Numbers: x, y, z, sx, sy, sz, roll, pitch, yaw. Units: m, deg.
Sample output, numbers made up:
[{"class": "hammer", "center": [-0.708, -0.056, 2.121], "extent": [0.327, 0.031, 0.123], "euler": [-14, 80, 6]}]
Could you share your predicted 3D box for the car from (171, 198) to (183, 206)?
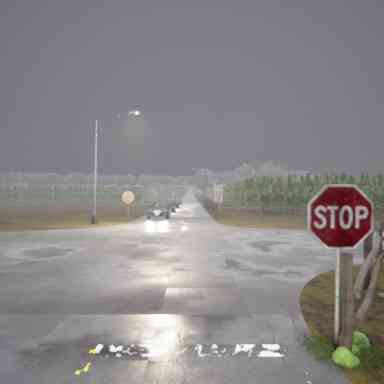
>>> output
[{"class": "car", "center": [-2.827, 1.860, 63.593], "extent": [2.033, 1.411, 5.357], "euler": [0, 0, 0]}]

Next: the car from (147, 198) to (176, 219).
[{"class": "car", "center": [-2.879, 1.574, 29.999], "extent": [2.128, 1.511, 4.902], "euler": [0, 0, 0]}]

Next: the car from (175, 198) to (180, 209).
[{"class": "car", "center": [-2.883, 1.690, 39.843], "extent": [2.033, 1.411, 5.357], "euler": [0, 0, 0]}]

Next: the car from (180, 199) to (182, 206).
[{"class": "car", "center": [-2.881, 1.810, 49.895], "extent": [1.895, 1.301, 4.718], "euler": [0, 0, 0]}]
